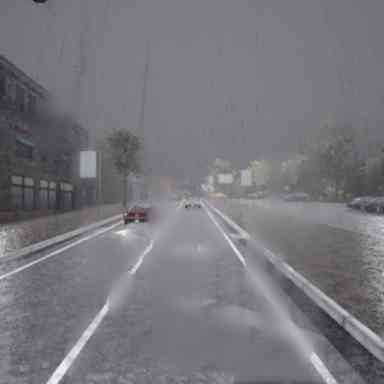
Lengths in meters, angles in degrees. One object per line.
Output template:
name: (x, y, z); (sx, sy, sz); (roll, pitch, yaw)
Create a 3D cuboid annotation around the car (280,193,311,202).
car: (18.763, 0.921, 59.299); (4.553, 1.767, 2.185); (0, 0, 0)

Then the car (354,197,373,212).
car: (18.704, 1.241, 31.688); (4.892, 1.521, 2.231); (0, 0, 0)

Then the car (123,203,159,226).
car: (-3.348, 1.450, 22.516); (1.895, 1.301, 4.718); (0, 0, 0)

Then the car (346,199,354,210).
car: (18.709, 1.257, 34.965); (4.674, 1.452, 2.002); (0, 0, 0)

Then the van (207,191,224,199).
van: (6.355, 0.874, 89.773); (4.442, 1.987, 1.878); (0, -1, 0)

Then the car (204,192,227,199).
car: (6.101, 1.024, 83.813); (5.366, 1.575, 1.946); (0, -1, 0)

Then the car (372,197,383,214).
car: (18.712, 1.262, 28.415); (5.008, 1.535, 2.097); (0, 0, 0)

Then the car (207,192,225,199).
car: (6.294, 0.931, 86.734); (4.553, 1.767, 2.185); (0, -1, 0)

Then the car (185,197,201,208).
car: (0.105, 1.322, 41.760); (1.895, 1.301, 4.718); (0, 0, 0)

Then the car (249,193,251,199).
car: (18.701, 1.083, 88.720); (5.366, 1.575, 1.946); (0, -1, 0)

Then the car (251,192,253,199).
car: (18.722, 1.050, 86.059); (5.366, 1.575, 1.946); (0, -1, 0)

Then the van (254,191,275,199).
van: (18.442, 0.798, 83.265); (4.442, 1.987, 1.878); (0, -1, 0)

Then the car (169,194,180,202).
car: (-3.271, 1.127, 64.144); (1.994, 1.385, 4.181); (0, 0, 1)
